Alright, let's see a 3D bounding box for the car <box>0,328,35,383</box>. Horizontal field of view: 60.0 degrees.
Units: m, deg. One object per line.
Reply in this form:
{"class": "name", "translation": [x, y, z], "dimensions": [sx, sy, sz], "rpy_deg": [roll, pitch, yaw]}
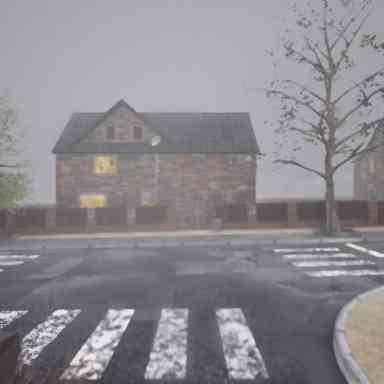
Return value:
{"class": "car", "translation": [-2.470, 1.556, 0.752], "dimensions": [2.033, 1.411, 5.357], "rpy_deg": [0, -1, 3]}
